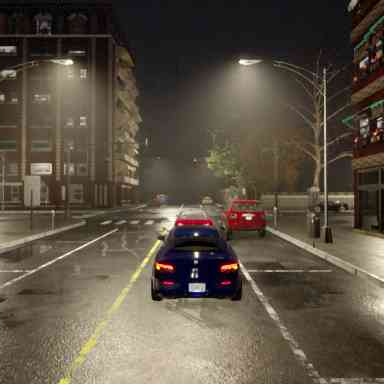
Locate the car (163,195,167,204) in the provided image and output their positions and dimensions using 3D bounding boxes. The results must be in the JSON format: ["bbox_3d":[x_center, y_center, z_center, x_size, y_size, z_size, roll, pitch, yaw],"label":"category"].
[{"bbox_3d":[-5.753,1.619,56.151,1.802,1.307,4.206,1,0,0],"label":"car"}]

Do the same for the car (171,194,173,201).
[{"bbox_3d":[-5.775,1.635,72.767,1.802,1.307,4.206,1,0,0],"label":"car"}]

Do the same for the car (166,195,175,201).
[{"bbox_3d":[-5.798,1.624,89.383,2.008,1.369,4.403,1,0,0],"label":"car"}]

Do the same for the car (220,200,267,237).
[{"bbox_3d":[2.683,1.323,18.126,2.192,1.841,5.009,1,0,0],"label":"car"}]

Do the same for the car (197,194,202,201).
[{"bbox_3d":[2.605,1.604,72.770,2.008,1.369,4.403,1,0,0],"label":"car"}]

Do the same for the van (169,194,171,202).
[{"bbox_3d":[-5.763,1.388,67.229,1.690,1.788,3.998,1,0,0],"label":"van"}]

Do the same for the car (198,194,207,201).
[{"bbox_3d":[2.594,1.381,83.848,2.192,1.841,5.009,1,0,0],"label":"car"}]

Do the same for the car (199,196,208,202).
[{"bbox_3d":[2.597,1.626,78.309,1.947,1.339,4.313,1,0,0],"label":"car"}]

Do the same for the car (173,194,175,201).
[{"bbox_3d":[-5.782,1.610,78.306,2.008,1.369,4.403,1,0,0],"label":"car"}]

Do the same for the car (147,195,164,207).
[{"bbox_3d":[-5.745,1.614,50.614,1.802,1.307,4.206,1,0,0],"label":"car"}]

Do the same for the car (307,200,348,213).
[{"bbox_3d":[15.163,1.609,37.176,4.313,1.339,1.947,0,-1,0],"label":"car"}]

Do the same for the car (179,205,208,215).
[{"bbox_3d":[0.076,1.609,17.936,1.895,1.301,4.718,0,0,0],"label":"car"}]

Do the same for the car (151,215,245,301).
[{"bbox_3d":[0.090,1.529,8.193,1.812,1.442,4.674,0,0,0],"label":"car"}]

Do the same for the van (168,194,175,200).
[{"bbox_3d":[-5.801,1.421,94.922,1.690,1.788,3.998,1,0,0],"label":"van"}]

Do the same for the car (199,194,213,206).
[{"bbox_3d":[2.628,1.562,56.327,1.752,1.417,4.829,1,0,0],"label":"car"}]

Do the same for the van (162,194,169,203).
[{"bbox_3d":[-5.756,1.383,61.690,1.690,1.788,3.998,1,0,0],"label":"van"}]

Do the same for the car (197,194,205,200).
[{"bbox_3d":[2.579,1.395,94.923,2.192,1.841,5.009,1,0,0],"label":"car"}]
